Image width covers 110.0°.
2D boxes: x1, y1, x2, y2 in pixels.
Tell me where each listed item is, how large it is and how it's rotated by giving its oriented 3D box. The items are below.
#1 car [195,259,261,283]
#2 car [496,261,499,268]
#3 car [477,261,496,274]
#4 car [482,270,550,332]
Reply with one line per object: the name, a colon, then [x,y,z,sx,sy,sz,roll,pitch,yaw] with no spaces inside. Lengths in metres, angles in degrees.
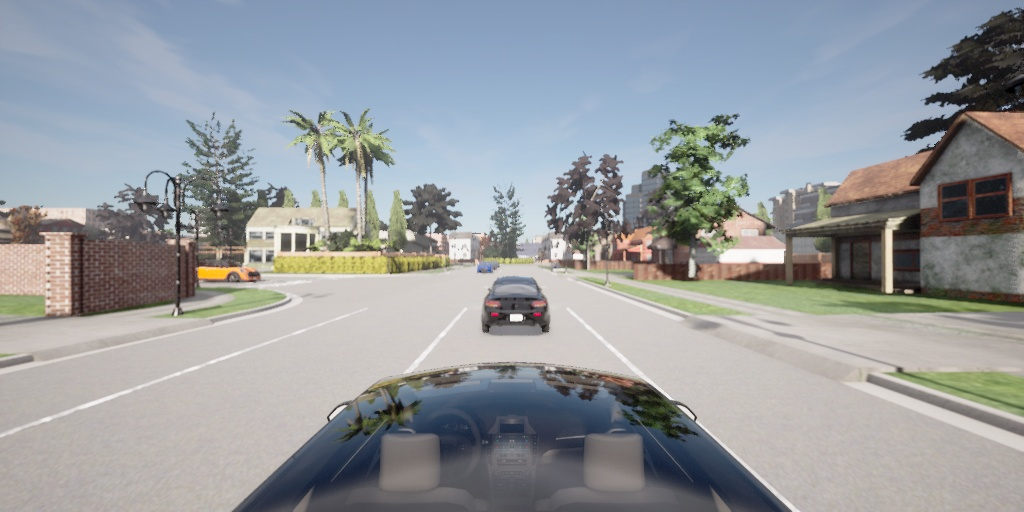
car: [-21.577,1.107,26.983,4.553,1.767,2.097,0,0,0]
car: [-3.576,1.645,58.043,1.812,1.442,4.674,0,0,0]
car: [-3.587,1.532,48.097,1.882,1.535,5.008,0,0,0]
car: [0.101,1.336,11.014,1.812,1.442,4.674,0,0,0]
